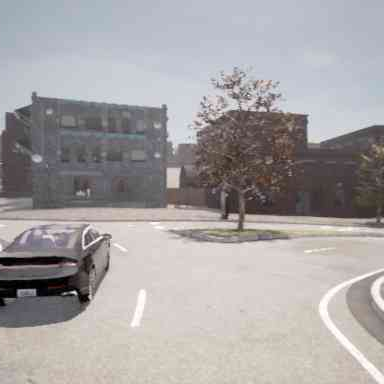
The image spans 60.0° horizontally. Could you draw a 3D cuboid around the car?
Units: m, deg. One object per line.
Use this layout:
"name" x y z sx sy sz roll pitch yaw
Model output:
"car" -3.139 1.518 8.141 2.128 1.511 4.902 0 0 -7
